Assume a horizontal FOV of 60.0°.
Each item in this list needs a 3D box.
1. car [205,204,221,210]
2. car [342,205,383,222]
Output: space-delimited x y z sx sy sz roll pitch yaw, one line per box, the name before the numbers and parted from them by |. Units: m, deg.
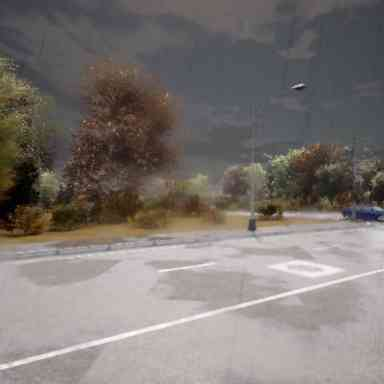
car | 2.874 2.746 52.880 2.097 1.767 4.553 1 -4 -32
car | 16.600 1.966 31.024 1.882 1.535 5.008 1 0 -32
